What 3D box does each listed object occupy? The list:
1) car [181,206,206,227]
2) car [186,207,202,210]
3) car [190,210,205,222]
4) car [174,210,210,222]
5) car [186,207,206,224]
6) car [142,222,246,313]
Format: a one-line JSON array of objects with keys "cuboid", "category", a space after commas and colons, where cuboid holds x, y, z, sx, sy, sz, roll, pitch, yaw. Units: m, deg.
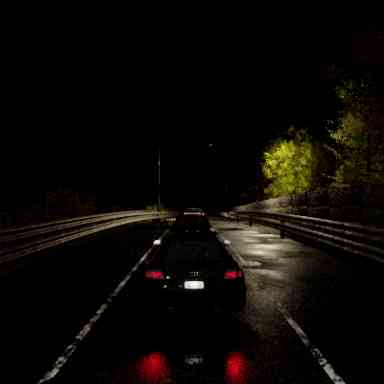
[{"cuboid": [0.168, 2.220, 30.453, 2.097, 1.767, 4.553, 0, -3, 1], "category": "car"}, {"cuboid": [0.030, 1.920, 21.361, 2.128, 1.511, 4.902, 0, -2, 0], "category": "car"}, {"cuboid": [0.850, 3.347, 46.405, 1.882, 1.535, 5.008, 0, -4, 3], "category": "car"}, {"cuboid": [0.006, 1.692, 14.041, 1.837, 1.490, 4.892, 0, -2, 0], "category": "car"}, {"cuboid": [0.446, 2.630, 37.153, 2.097, 1.767, 4.553, 0, -4, 2], "category": "car"}, {"cuboid": [0.014, 1.623, 7.822, 1.994, 1.385, 4.181, 0, -1, -1], "category": "car"}]
